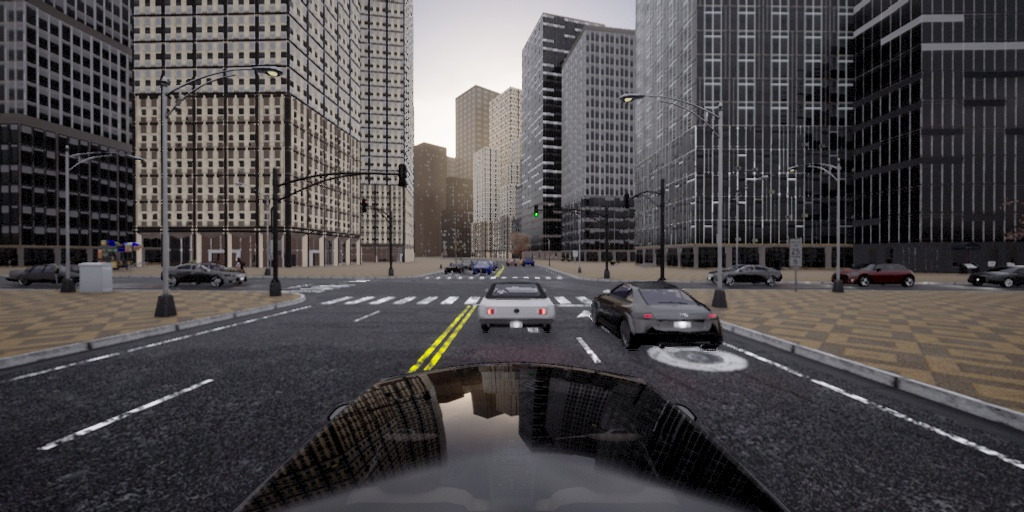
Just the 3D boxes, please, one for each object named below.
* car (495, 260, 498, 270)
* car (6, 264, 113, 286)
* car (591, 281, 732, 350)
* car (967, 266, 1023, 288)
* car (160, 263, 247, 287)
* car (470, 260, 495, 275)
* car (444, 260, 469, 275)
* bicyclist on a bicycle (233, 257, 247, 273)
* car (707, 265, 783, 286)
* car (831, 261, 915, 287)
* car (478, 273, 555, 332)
[{"bbox_3d":[-3.263,1.360,49.933,1.812,1.442,4.674,0,0,0],"label":"car"},{"bbox_3d":[-30.070,1.225,23.875,5.357,1.411,2.033,0,0,1],"label":"car"},{"bbox_3d":[3.367,1.332,9.105,1.994,1.385,4.181,0,0,0],"label":"car"},{"bbox_3d":[35.841,1.467,25.663,4.892,1.490,1.837,0,0,1],"label":"car"},{"bbox_3d":[-20.183,1.215,23.612,4.902,1.511,2.128,0,0,2],"label":"car"},{"bbox_3d":[-3.281,1.303,40.590,1.882,1.535,5.008,0,0,0],"label":"car"},{"bbox_3d":[-6.532,1.427,41.263,1.895,1.301,4.718,0,0,0],"label":"car"},{"bbox_3d":[-24.653,0.954,32.465,0.582,1.620,1.656,0,1,2],"label":"bicyclist on a bicycle"},{"bbox_3d":[16.858,1.368,26.104,4.902,1.511,2.128,0,0,1],"label":"car"},{"bbox_3d":[25.941,1.270,25.893,4.553,1.767,2.097,0,0,1],"label":"car"},{"bbox_3d":[0.114,1.373,10.888,1.895,1.301,4.718,0,0,0],"label":"car"}]
